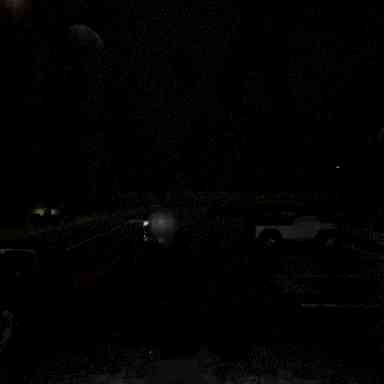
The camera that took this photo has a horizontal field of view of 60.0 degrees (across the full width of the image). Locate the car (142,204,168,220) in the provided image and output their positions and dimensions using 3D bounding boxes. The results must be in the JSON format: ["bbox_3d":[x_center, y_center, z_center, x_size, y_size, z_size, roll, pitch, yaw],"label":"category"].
[{"bbox_3d":[-3.508,1.879,32.444,1.812,1.442,4.674,0,-1,0],"label":"car"}]

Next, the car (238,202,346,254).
[{"bbox_3d":[4.079,1.464,13.797,3.866,1.878,1.905,0,-1,1],"label":"car"}]

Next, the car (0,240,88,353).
[{"bbox_3d":[-3.589,1.671,6.295,1.895,1.301,4.718,0,-1,0],"label":"car"}]

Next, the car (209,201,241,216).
[{"bbox_3d":[4.221,1.893,38.000,4.611,1.667,2.242,0,-1,1],"label":"car"}]
